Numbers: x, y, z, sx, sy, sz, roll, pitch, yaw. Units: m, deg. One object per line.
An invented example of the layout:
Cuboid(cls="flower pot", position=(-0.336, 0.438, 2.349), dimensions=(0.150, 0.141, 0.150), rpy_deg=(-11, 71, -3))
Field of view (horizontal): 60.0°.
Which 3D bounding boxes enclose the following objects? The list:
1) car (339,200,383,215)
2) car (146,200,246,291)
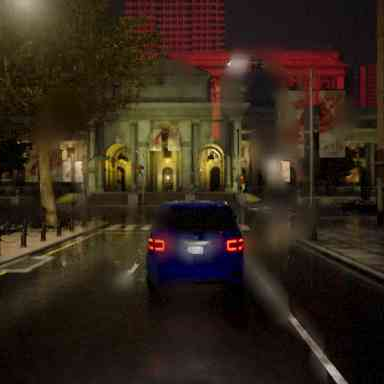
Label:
Cuboid(cls="car", position=(17.074, 1.484, 32.600), dimensions=(4.902, 1.511, 2.128), rpy_deg=(0, 0, 1))
Cuboid(cls="car", position=(0.106, 1.219, 9.130), dimensions=(2.150, 2.045, 5.566), rpy_deg=(0, 0, 1))
